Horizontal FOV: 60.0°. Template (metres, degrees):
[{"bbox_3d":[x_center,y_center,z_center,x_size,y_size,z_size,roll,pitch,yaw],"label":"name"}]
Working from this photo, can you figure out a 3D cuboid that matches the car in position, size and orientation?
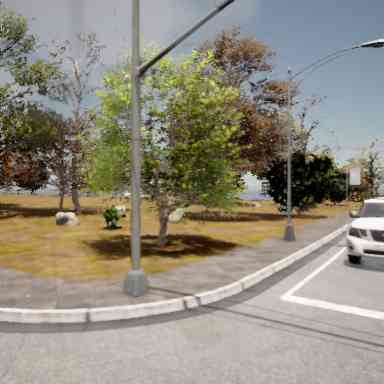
[{"bbox_3d":[6.905,1.221,11.559,2.150,2.045,5.566,0,0,33],"label":"car"}]
